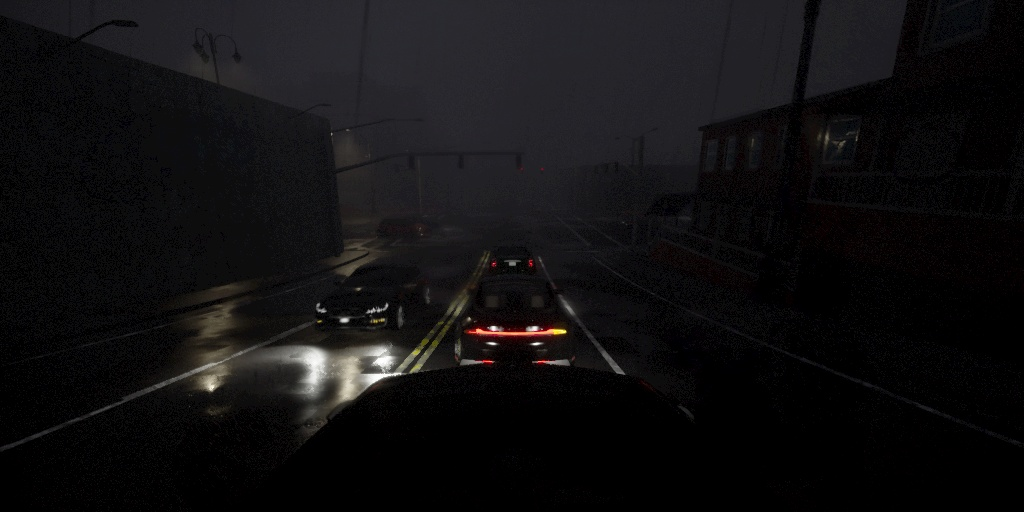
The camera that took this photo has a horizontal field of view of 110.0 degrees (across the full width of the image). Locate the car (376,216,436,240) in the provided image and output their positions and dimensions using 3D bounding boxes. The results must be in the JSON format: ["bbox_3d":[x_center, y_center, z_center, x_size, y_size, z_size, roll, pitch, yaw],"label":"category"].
[{"bbox_3d":[-9.533,-2.517,31.604,4.553,1.767,2.097,2,13,11],"label":"car"}]

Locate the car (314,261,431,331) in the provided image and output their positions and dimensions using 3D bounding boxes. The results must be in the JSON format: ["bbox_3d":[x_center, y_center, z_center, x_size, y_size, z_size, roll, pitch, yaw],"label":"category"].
[{"bbox_3d":[-3.586,0.968,10.091,1.837,1.490,4.892,0,4,0],"label":"car"}]

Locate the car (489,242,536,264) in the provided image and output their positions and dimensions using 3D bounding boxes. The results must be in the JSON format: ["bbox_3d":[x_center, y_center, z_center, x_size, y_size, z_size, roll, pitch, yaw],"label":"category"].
[{"bbox_3d":[0.027,0.086,17.418,2.097,1.767,4.553,0,7,0],"label":"car"}]

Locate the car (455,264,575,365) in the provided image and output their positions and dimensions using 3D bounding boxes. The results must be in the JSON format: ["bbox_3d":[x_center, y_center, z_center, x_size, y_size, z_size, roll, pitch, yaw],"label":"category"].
[{"bbox_3d":[0.057,1.122,7.163,1.837,1.490,4.892,0,2,0],"label":"car"}]

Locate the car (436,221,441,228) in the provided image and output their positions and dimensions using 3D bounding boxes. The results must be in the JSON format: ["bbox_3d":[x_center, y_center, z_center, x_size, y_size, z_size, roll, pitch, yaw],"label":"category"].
[{"bbox_3d":[-9.873,-3.324,36.215,5.357,1.411,2.033,-2,13,-9],"label":"car"}]

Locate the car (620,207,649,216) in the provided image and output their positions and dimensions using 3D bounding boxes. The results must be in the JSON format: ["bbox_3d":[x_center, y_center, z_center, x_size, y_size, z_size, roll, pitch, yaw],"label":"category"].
[{"bbox_3d":[16.475,-5.544,46.016,5.008,1.535,1.882,0,12,0],"label":"car"}]

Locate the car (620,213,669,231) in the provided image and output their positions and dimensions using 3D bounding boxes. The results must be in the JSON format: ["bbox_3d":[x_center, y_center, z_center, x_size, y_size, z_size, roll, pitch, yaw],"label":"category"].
[{"bbox_3d":[13.392,-3.180,35.599,4.181,1.385,1.994,0,12,0],"label":"car"}]
